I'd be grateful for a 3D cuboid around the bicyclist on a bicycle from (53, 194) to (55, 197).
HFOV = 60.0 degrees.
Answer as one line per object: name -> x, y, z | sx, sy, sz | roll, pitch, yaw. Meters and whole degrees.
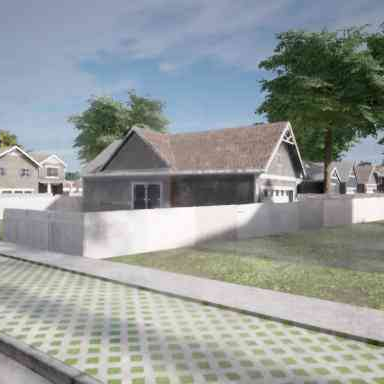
bicyclist on a bicycle -> -13.011, 1.021, 31.524 | 1.656, 1.620, 0.582 | 0, 1, 34
